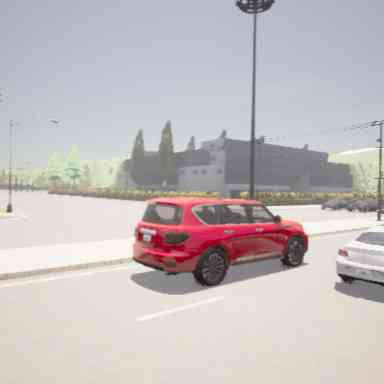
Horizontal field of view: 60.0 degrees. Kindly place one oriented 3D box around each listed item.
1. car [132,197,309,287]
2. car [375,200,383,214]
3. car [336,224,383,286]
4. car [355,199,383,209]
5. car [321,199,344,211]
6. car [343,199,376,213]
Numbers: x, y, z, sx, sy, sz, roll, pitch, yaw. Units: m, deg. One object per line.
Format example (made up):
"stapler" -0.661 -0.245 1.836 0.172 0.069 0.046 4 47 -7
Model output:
"car" 1.032 1.171 9.422 5.566 2.045 2.150 0 1 -39
"car" 22.553 1.751 36.588 4.718 1.301 1.895 1 0 -37
"car" 5.433 1.558 8.512 4.674 1.442 1.812 1 1 -39
"car" 25.282 1.689 47.388 4.181 1.385 1.994 1 0 -37
"car" 18.328 1.561 42.167 4.674 1.442 1.812 1 0 -37
"car" 20.233 1.654 39.222 4.181 1.385 1.994 1 0 -37
